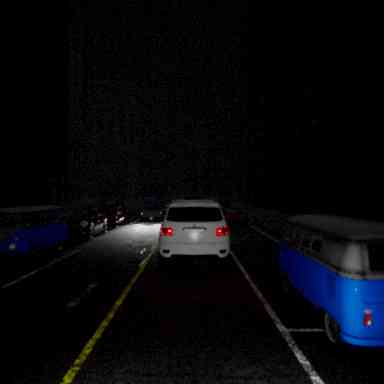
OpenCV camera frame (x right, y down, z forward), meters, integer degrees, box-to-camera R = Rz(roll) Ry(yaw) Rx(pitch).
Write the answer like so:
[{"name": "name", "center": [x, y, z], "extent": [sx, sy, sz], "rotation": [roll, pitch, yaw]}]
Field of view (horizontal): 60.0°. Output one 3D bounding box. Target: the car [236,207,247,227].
[{"name": "car", "center": [2.745, 1.676, 22.979], "extent": [1.802, 1.307, 4.206], "rotation": [0, 0, 0]}]

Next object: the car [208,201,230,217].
[{"name": "car", "center": [2.738, 1.705, 34.260], "extent": [1.947, 1.339, 4.313], "rotation": [0, 0, 0]}]

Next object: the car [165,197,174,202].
[{"name": "car", "center": [-5.820, 1.899, 85.019], "extent": [1.947, 1.339, 4.313], "rotation": [0, 0, 0]}]

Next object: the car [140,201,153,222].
[{"name": "car", "center": [-3.119, 1.714, 27.698], "extent": [1.895, 1.301, 4.718], "rotation": [0, 0, 0]}]

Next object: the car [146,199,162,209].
[{"name": "car", "center": [-5.798, 1.752, 51.174], "extent": [1.887, 1.381, 4.507], "rotation": [0, 0, 0]}]

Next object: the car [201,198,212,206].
[{"name": "car", "center": [2.720, 1.795, 62.463], "extent": [1.887, 1.381, 4.507], "rotation": [0, 0, 0]}]

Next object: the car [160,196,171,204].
[{"name": "car", "center": [-5.813, 1.733, 73.737], "extent": [1.967, 1.590, 4.097], "rotation": [0, 0, 0]}]

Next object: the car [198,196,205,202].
[{"name": "car", "center": [2.702, 1.876, 90.837], "extent": [1.752, 1.417, 4.829], "rotation": [0, 0, 0]}]

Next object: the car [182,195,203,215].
[{"name": "car", "center": [0.076, 1.372, 37.070], "extent": [2.150, 2.045, 5.566], "rotation": [0, 0, 0]}]

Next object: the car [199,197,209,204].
[{"name": "car", "center": [2.713, 1.843, 73.744], "extent": [2.008, 1.369, 4.403], "rotation": [0, 0, 0]}]

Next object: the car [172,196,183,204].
[{"name": "car", "center": [-3.044, 1.629, 69.056], "extent": [2.097, 1.767, 4.553], "rotation": [0, 0, 0]}]

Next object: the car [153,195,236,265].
[{"name": "car", "center": [0.077, 1.273, 11.986], "extent": [2.150, 2.045, 5.566], "rotation": [0, 0, 0]}]

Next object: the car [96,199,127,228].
[{"name": "car", "center": [-5.781, 1.410, 22.971], "extent": [2.192, 1.841, 5.009], "rotation": [0, 0, 0]}]

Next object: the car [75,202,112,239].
[{"name": "car", "center": [-5.777, 1.512, 17.328], "extent": [1.967, 1.590, 4.097], "rotation": [0, 0, 0]}]

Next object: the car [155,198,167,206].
[{"name": "car", "center": [-5.806, 1.817, 62.455], "extent": [1.947, 1.339, 4.313], "rotation": [0, 0, 0]}]

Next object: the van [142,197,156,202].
[{"name": "van", "center": [-5.796, 1.526, 45.534], "extent": [1.690, 1.788, 3.998], "rotation": [0, 0, 0]}]

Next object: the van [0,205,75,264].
[{"name": "van", "center": [-5.774, 1.390, 11.688], "extent": [1.690, 1.788, 3.998], "rotation": [0, 0, 0]}]

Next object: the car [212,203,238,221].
[{"name": "car", "center": [2.742, 1.699, 28.619], "extent": [1.802, 1.307, 4.206], "rotation": [0, 0, 0]}]

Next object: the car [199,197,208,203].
[{"name": "car", "center": [2.709, 1.878, 79.385], "extent": [1.947, 1.339, 4.313], "rotation": [0, 0, 0]}]

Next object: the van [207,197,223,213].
[{"name": "van", "center": [2.733, 1.503, 39.902], "extent": [1.690, 1.788, 3.998], "rotation": [0, 0, 0]}]

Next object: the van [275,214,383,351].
[{"name": "van", "center": [2.755, 1.366, 6.058], "extent": [1.690, 1.788, 3.998], "rotation": [0, 0, 0]}]
